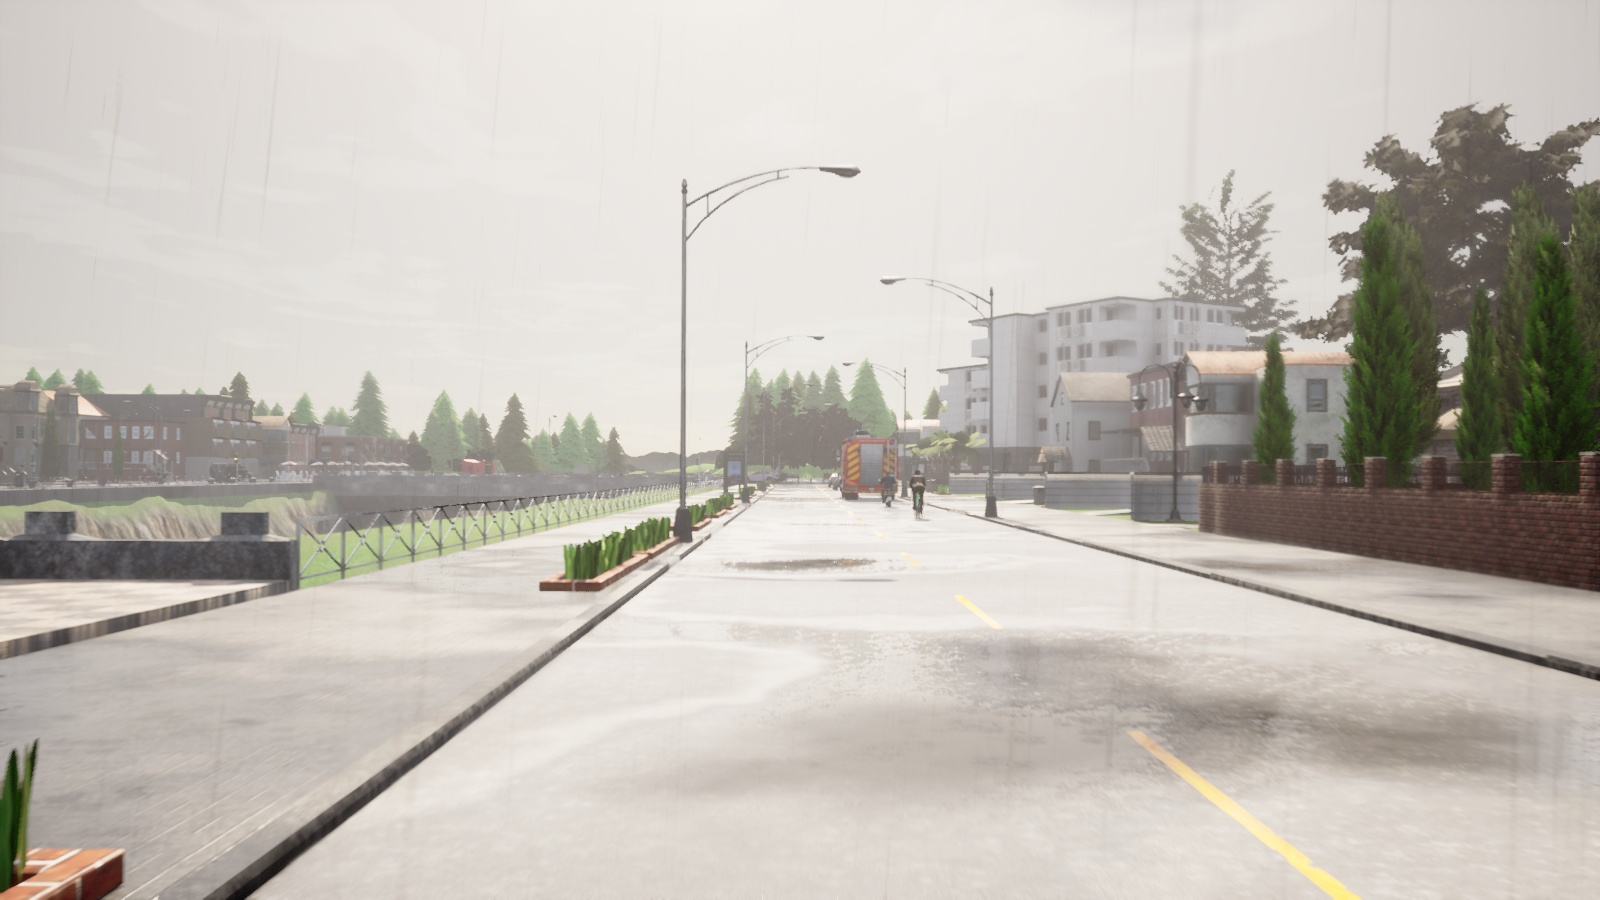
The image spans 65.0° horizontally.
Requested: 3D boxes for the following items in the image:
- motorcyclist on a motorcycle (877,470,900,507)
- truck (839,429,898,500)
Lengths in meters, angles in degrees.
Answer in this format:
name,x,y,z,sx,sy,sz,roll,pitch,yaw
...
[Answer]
name,x,y,z,sx,sy,sz,roll,pitch,yaw
motorcyclist on a motorcycle,3.870,1.675,55.111,0.866,1.590,1.817,0,-1,0
truck,3.827,0.836,71.755,2.891,3.827,8.468,0,-1,0
